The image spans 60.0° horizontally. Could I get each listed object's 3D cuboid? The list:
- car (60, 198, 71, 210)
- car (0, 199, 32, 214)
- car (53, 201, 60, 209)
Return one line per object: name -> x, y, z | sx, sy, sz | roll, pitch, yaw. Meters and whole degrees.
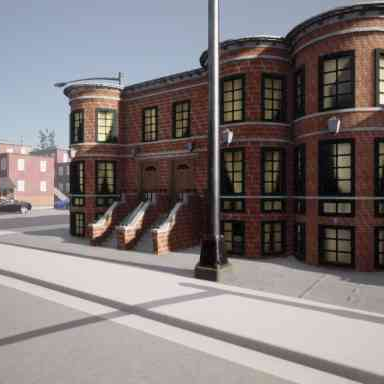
car -> -13.339, 1.599, 41.185 | 1.895, 1.301, 4.718 | 0, 0, 36
car -> -18.780, 1.492, 33.586 | 2.128, 1.511, 4.902 | 0, 0, 36
car -> -15.740, 1.478, 43.847 | 1.882, 1.535, 5.008 | 0, 0, 35
